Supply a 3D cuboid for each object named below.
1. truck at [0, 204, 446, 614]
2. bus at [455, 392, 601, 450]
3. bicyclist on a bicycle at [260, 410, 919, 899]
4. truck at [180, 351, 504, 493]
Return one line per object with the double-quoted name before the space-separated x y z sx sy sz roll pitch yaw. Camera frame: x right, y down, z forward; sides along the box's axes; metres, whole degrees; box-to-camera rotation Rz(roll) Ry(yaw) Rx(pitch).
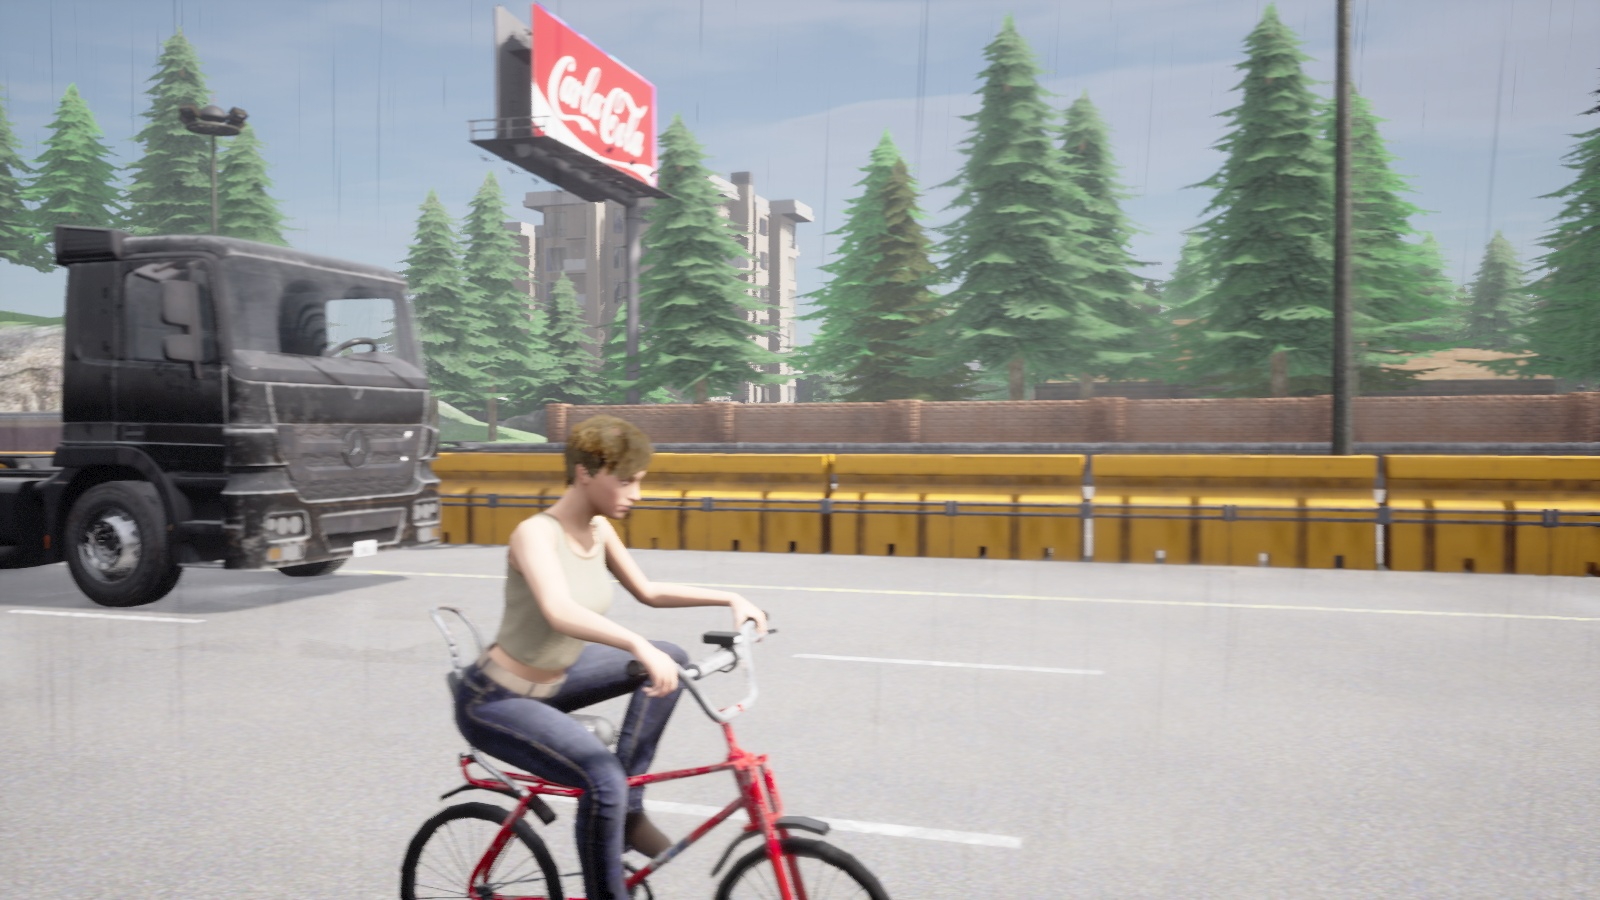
"truck" -7.990 -0.398 13.242 7.936 3.462 2.891 1 1 18
"bus" -20.627 -2.164 95.372 10.273 4.253 3.944 0 1 19
"bicyclist on a bicycle" -0.525 0.707 3.372 1.509 1.612 0.866 1 1 19
"truck" -12.041 -0.732 33.053 7.936 3.462 2.891 1 1 18
